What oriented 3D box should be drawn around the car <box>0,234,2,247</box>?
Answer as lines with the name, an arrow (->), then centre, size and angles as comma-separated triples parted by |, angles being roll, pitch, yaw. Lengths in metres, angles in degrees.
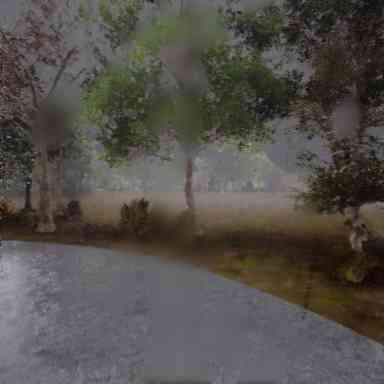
car -> -9.023, 1.584, 11.995 | 4.674, 1.442, 1.812 | -1, 0, 21
